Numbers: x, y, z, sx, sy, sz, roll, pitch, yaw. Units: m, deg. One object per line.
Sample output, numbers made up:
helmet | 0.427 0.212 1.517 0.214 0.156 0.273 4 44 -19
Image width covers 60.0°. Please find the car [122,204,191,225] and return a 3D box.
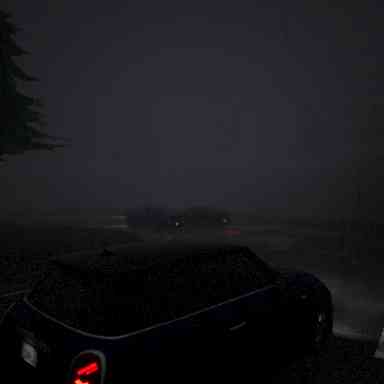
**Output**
car | -2.437 1.734 21.785 1.812 1.442 4.674 2 -1 -41

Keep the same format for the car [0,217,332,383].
car | 0.088 1.399 4.344 2.097 1.767 4.553 0 -1 43

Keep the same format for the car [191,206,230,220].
car | 0.554 1.726 23.682 1.882 1.535 5.008 2 -1 -39
